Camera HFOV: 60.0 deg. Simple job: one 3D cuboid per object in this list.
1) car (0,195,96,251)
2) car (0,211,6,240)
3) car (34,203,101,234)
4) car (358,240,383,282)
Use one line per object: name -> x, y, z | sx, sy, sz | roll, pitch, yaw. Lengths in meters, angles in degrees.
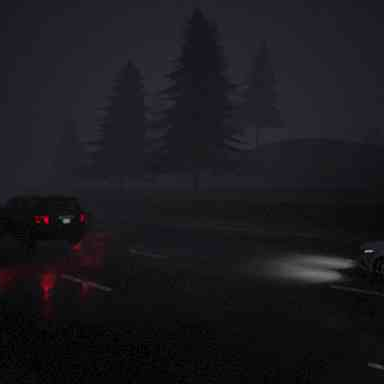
car -> -6.658, 1.151, 14.082 | 5.566, 2.045, 2.150 | 0, 0, 41
car -> -8.021, 1.407, 10.656 | 5.008, 1.535, 1.882 | 0, 0, 41
car -> -7.396, 1.439, 19.552 | 4.674, 1.442, 1.812 | 0, 0, 43
car -> 6.581, 1.548, 7.970 | 4.674, 1.442, 1.812 | 0, 0, 35
